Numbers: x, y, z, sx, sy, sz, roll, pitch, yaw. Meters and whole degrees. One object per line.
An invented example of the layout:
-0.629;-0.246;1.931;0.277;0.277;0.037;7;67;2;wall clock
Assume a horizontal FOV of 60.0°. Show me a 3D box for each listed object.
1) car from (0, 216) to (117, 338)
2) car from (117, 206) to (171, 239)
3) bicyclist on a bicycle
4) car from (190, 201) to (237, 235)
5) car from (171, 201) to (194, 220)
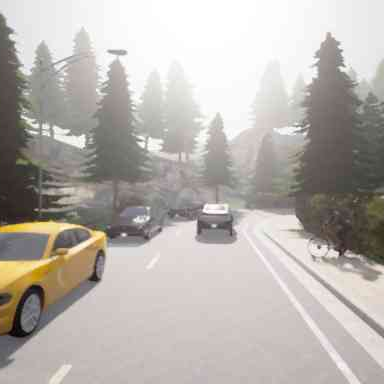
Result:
-3.246;1.396;6.729;1.882;1.535;5.008;1;0;4;car
-2.623;1.405;16.660;2.033;1.411;5.357;1;0;5;car
4.459;1.276;10.391;1.656;1.620;0.582;0;0;4;bicyclist on a bicycle
1.386;1.380;18.267;2.128;1.511;4.902;1;0;8;car
-0.171;1.417;26.443;1.895;1.301;4.718;1;0;25;car
